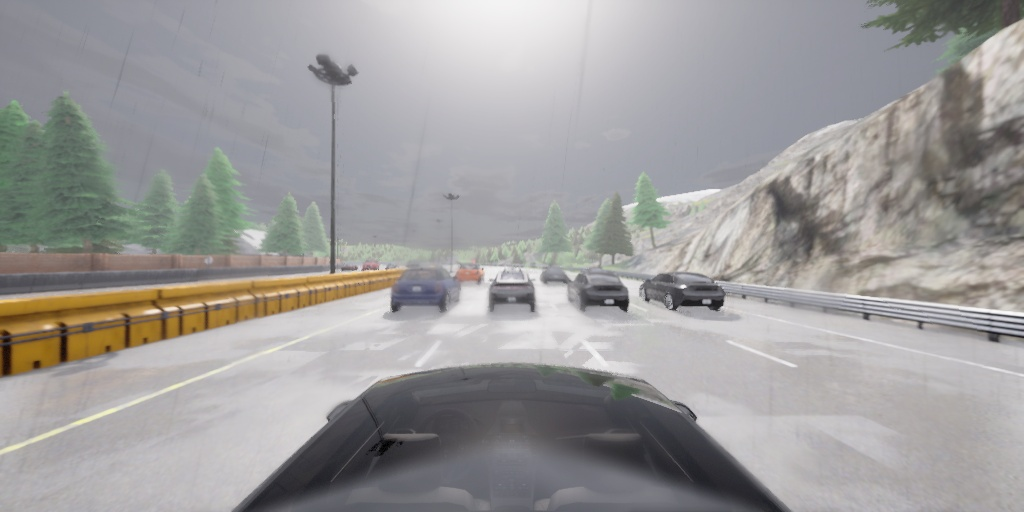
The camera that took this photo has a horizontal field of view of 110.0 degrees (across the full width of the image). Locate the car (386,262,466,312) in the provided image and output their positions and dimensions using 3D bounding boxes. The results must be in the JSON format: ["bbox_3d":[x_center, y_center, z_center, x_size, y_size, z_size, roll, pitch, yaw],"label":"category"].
[{"bbox_3d":[-3.466,1.248,15.253,2.097,1.767,4.553,0,-1,1],"label":"car"}]

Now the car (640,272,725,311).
[{"bbox_3d":[7.034,1.405,15.311,1.837,1.490,4.892,0,0,1],"label":"car"}]

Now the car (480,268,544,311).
[{"bbox_3d":[0.034,1.391,15.330,2.128,1.511,4.902,0,0,1],"label":"car"}]

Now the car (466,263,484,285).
[{"bbox_3d":[-3.479,1.411,30.252,2.097,1.767,4.553,0,-1,0],"label":"car"}]

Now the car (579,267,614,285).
[{"bbox_3d":[7.019,1.626,30.314,1.994,1.385,4.181,0,-1,0],"label":"car"}]

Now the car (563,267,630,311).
[{"bbox_3d":[3.534,1.405,15.324,1.837,1.490,4.892,0,0,1],"label":"car"}]

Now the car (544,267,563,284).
[{"bbox_3d":[3.516,1.626,30.328,1.994,1.385,4.181,0,-1,0],"label":"car"}]
